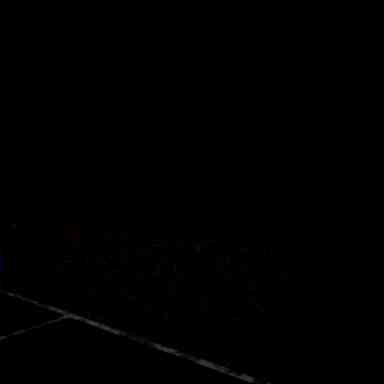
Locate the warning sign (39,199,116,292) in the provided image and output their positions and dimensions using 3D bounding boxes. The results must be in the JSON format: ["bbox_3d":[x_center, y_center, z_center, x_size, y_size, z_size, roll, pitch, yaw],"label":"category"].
[{"bbox_3d":[-2.599,1.116,7.648,1.060,1.860,1.300,0,0,36],"label":"warning sign"}]

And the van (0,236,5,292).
[{"bbox_3d":[-5.572,1.342,6.943,3.998,1.788,1.690,0,0,36],"label":"van"}]
